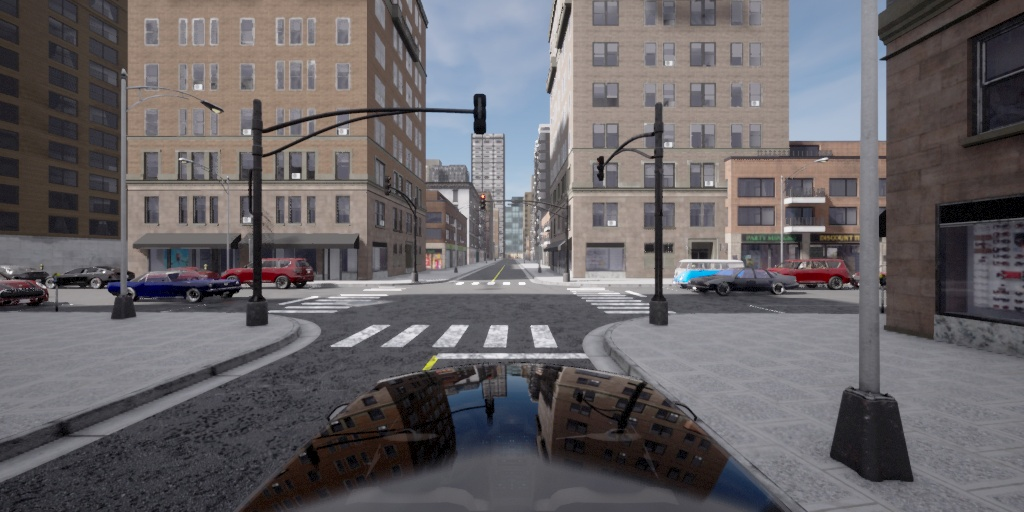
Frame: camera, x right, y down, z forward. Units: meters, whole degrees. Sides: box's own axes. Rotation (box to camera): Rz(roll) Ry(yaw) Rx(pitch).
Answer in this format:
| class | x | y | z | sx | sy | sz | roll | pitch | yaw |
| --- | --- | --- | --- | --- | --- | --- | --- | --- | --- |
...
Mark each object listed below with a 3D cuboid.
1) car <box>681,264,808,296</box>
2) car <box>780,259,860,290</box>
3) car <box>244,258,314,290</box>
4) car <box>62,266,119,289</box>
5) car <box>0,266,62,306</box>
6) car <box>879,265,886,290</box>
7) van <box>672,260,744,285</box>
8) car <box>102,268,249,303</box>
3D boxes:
| class | x | y | z | sx | sy | sz | roll | pitch | yaw |
| --- | --- | --- | --- | --- | --- | --- | --- | --- | --- |
| car | 12.336 | 1.315 | 19.239 | 5.357 | 1.411 | 2.033 | 0 | 0 | -5 |
| car | 17.634 | 1.086 | 21.910 | 5.009 | 1.841 | 2.192 | 0 | 0 | 0 |
| car | -14.909 | 1.058 | 22.098 | 5.009 | 1.841 | 2.192 | 0 | 0 | 0 |
| car | -25.956 | 1.298 | 22.162 | 4.313 | 1.339 | 1.948 | 0 | 0 | 0 |
| car | -20.457 | 1.179 | 13.604 | 4.097 | 1.591 | 1.967 | 0 | 0 | 0 |
| car | 22.594 | 1.280 | 19.122 | 4.892 | 1.490 | 1.837 | 0 | 0 | 1 |
| van | 12.038 | 1.107 | 21.942 | 3.998 | 1.789 | 1.690 | 0 | 0 | 0 |
| car | -15.000 | 1.345 | 16.155 | 4.718 | 1.301 | 1.895 | 0 | 0 | 3 |
